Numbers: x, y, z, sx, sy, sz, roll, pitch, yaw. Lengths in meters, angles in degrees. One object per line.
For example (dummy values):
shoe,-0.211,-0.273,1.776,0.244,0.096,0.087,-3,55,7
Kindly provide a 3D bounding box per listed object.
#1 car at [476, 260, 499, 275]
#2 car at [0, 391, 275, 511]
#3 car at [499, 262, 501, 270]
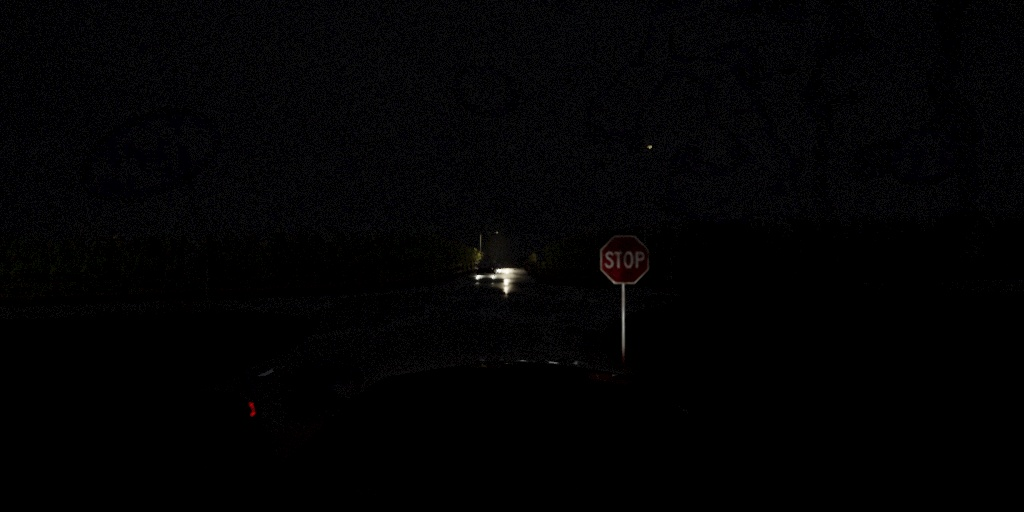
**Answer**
car,-2.759,1.226,38.762,1.882,1.535,5.008,0,0,0
car,-2.750,1.319,0.933,1.994,1.385,4.181,0,0,0
car,-2.767,1.570,58.312,1.895,1.301,4.718,0,-1,0
